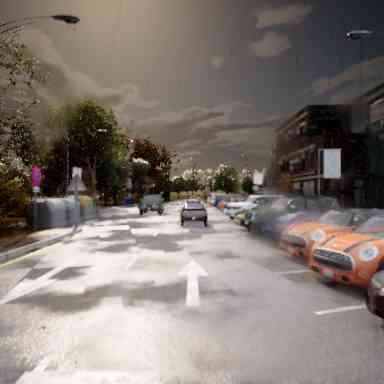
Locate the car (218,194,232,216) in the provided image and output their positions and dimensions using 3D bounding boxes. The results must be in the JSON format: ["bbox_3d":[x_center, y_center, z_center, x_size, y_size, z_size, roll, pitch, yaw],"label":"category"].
[{"bbox_3d":[5.362,1.258,26.663,5.566,2.045,2.435,1,0,-20],"label":"car"}]

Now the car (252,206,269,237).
[{"bbox_3d":[5.337,1.531,14.668,4.674,1.452,2.002,1,0,-20],"label":"car"}]

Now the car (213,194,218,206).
[{"bbox_3d":[5.468,1.427,41.695,4.553,1.767,2.185,1,0,-20],"label":"car"}]

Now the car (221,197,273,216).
[{"bbox_3d":[5.376,1.398,32.677,4.553,1.767,2.185,1,0,-20],"label":"car"}]

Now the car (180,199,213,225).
[{"bbox_3d":[0.135,1.511,24.294,2.128,1.511,4.902,0,0,0],"label":"car"}]

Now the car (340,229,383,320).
[{"bbox_3d":[5.286,1.514,5.650,4.792,1.488,2.163,1,0,-20],"label":"car"}]

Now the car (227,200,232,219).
[{"bbox_3d":[5.188,1.493,20.604,5.366,1.575,1.946,1,0,-20],"label":"car"}]

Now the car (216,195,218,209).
[{"bbox_3d":[5.386,1.407,35.678,4.553,1.767,2.185,1,0,-20],"label":"car"}]

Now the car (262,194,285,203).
[{"bbox_3d":[18.447,1.427,75.716,2.435,2.045,5.566,0,0,-21],"label":"car"}]

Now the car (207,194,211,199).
[{"bbox_3d":[5.273,1.588,53.642,5.366,1.575,1.946,1,0,-20],"label":"car"}]

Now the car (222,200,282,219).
[{"bbox_3d":[5.371,1.546,29.662,4.792,1.488,2.163,1,0,-20],"label":"car"}]

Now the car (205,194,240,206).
[{"bbox_3d":[5.468,1.363,59.736,5.566,2.045,2.435,1,0,-20],"label":"car"}]

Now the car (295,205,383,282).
[{"bbox_3d":[5.354,1.361,8.670,4.553,1.767,2.185,1,0,-20],"label":"car"}]

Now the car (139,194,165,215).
[{"bbox_3d":[-4.050,1.265,34.213,2.150,2.045,5.566,0,0,0],"label":"car"}]

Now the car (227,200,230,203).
[{"bbox_3d":[5.345,1.533,23.661,4.792,1.488,2.163,1,0,-20],"label":"car"}]

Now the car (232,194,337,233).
[{"bbox_3d":[5.341,1.243,17.646,5.566,2.045,2.435,1,0,-20],"label":"car"}]

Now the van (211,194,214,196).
[{"bbox_3d":[5.556,1.349,47.744,4.442,1.987,1.878,1,0,-20],"label":"van"}]

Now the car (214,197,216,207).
[{"bbox_3d":[5.427,1.582,38.686,4.674,1.452,2.002,1,0,-20],"label":"car"}]

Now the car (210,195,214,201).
[{"bbox_3d":[5.433,1.562,44.698,5.008,1.535,2.097,1,0,-20],"label":"car"}]

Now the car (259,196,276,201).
[{"bbox_3d":[21.061,1.773,92.773,2.163,1.488,4.792,0,-1,-21],"label":"car"}]

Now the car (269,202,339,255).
[{"bbox_3d":[5.363,1.363,11.671,4.553,1.767,2.185,1,0,-20],"label":"car"}]
